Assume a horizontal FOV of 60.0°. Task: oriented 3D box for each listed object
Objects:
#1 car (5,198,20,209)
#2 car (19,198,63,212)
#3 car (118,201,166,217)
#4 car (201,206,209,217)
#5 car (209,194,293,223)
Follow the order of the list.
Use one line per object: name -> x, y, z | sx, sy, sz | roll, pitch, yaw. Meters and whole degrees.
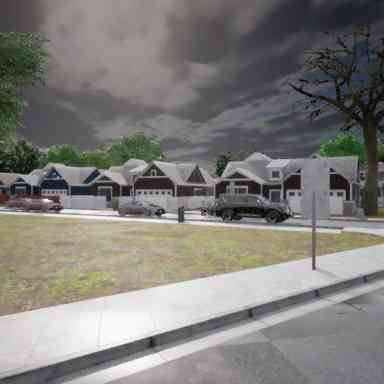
car -> -21.010, 1.380, 40.942 | 4.181, 1.385, 1.994 | 0, 0, 28
car -> -15.613, 1.397, 34.887 | 4.181, 1.385, 1.994 | 0, 0, 28
car -> -4.376, 1.447, 28.938 | 4.181, 1.385, 1.994 | 0, 0, 29
car -> 2.989, 1.447, 28.258 | 4.674, 1.442, 1.812 | 0, 0, 29
car -> 4.371, 1.145, 24.027 | 5.566, 2.045, 2.150 | 0, 0, 30
